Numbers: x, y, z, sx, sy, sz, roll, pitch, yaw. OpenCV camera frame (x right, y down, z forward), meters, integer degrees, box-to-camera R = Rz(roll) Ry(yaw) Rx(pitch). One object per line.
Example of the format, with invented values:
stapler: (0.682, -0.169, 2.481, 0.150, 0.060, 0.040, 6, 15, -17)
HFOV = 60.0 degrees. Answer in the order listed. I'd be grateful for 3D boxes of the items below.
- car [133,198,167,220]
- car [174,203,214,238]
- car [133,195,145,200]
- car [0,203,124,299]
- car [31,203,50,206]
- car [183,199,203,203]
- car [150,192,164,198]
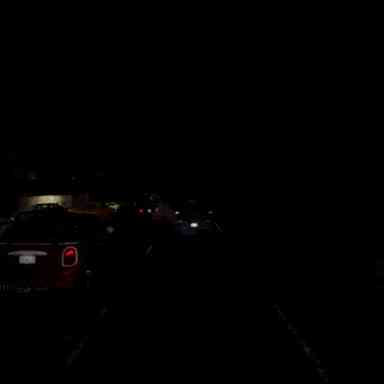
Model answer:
car: (-3.143, 1.446, 27.170, 2.033, 1.411, 5.357, 0, 0, 0)
car: (0.105, 1.496, 17.388, 1.994, 1.385, 4.181, 0, 0, 0)
car: (-9.761, 1.336, 62.254, 1.994, 1.385, 4.181, 0, 0, 1)
car: (-3.158, 1.317, 8.529, 2.097, 1.767, 4.553, 0, 0, 0)
car: (-9.843, 1.464, 22.010, 2.033, 1.411, 5.357, 0, 0, 0)
car: (0.110, 1.403, 33.501, 1.812, 1.442, 4.674, 0, 0, 0)
car: (-6.510, 0.997, 62.185, 2.150, 2.045, 5.566, 0, 0, 1)
